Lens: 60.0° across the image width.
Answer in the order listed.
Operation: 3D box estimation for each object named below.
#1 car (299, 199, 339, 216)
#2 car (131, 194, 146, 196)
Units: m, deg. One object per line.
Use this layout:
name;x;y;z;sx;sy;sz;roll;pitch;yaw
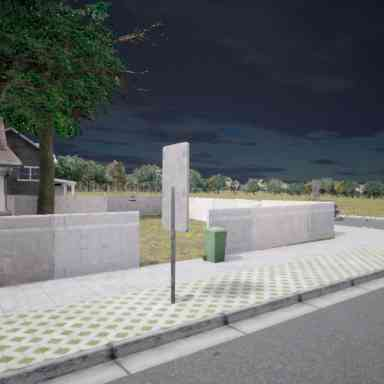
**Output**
car;9.227;1.324;26.618;1.837;1.490;4.892;1;0;-36
car;-8.302;0.973;50.871;2.033;1.411;5.357;1;0;-36
